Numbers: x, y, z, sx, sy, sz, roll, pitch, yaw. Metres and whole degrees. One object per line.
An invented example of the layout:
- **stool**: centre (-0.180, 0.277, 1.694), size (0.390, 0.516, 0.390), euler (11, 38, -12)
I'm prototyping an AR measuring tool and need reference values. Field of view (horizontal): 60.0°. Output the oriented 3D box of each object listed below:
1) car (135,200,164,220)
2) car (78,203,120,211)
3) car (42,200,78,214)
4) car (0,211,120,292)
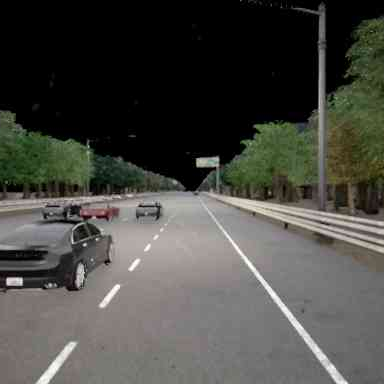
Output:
- **car**: centre (-3.359, 1.392, 26.970), size (2.128, 1.511, 4.902), euler (0, 0, 0)
- **car**: centre (-6.864, 1.506, 25.572), size (1.895, 1.301, 4.718), euler (0, 0, 0)
- **car**: centre (-10.359, 1.392, 26.964), size (2.128, 1.511, 4.902), euler (0, 0, 0)
- **car**: centre (-3.396, 1.470, 8.801), size (1.837, 1.490, 4.892), euler (0, 0, 0)
